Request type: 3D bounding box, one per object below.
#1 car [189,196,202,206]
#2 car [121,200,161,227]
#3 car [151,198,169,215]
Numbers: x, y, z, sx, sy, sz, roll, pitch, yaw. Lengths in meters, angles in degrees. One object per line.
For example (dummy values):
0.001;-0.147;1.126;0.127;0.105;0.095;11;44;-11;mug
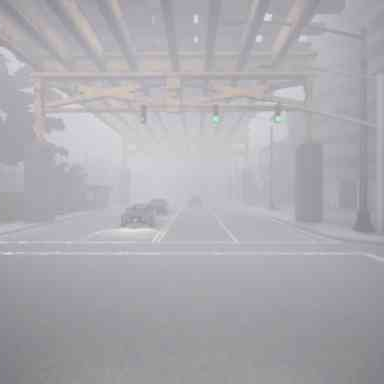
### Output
0.555;1.322;51.371;1.812;1.442;4.674;0;0;0;car
-3.396;1.483;22.050;1.994;1.385;4.181;0;0;0;car
-3.297;1.355;32.477;1.882;1.535;5.008;0;0;1;car
